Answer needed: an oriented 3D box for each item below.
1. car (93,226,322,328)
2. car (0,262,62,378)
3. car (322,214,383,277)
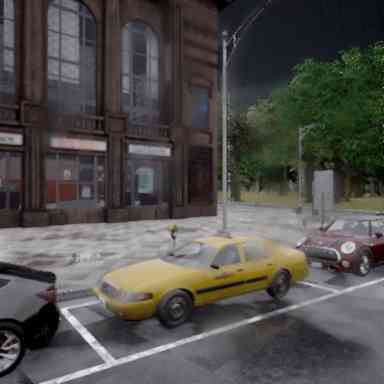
[{"bbox_3d":[0.459,1.535,6.979,4.829,1.417,1.752,0,0,-36],"label":"car"},{"bbox_3d":[-3.828,1.564,3.919,4.313,1.339,1.947,0,0,-36],"label":"car"},{"bbox_3d":[5.023,1.462,10.237,4.097,1.590,1.967,0,0,-36],"label":"car"}]
